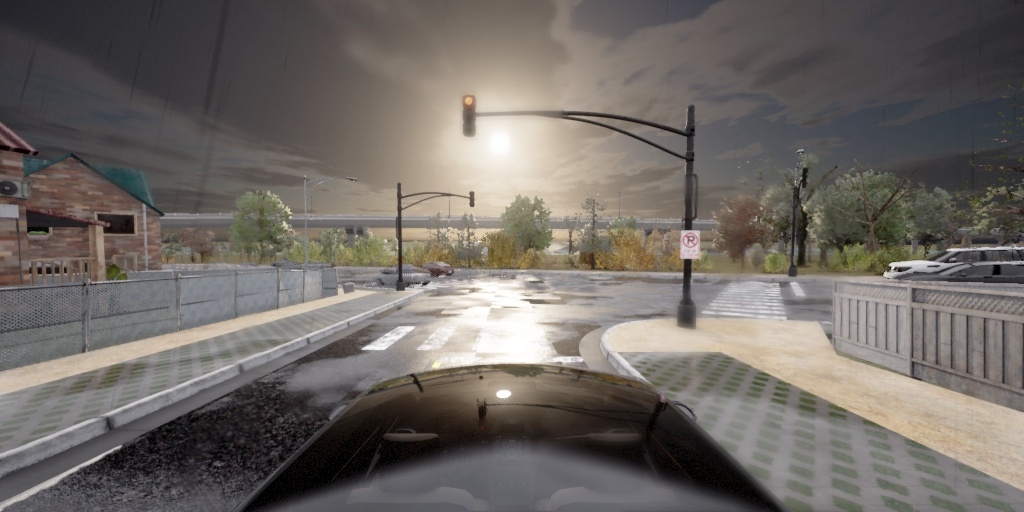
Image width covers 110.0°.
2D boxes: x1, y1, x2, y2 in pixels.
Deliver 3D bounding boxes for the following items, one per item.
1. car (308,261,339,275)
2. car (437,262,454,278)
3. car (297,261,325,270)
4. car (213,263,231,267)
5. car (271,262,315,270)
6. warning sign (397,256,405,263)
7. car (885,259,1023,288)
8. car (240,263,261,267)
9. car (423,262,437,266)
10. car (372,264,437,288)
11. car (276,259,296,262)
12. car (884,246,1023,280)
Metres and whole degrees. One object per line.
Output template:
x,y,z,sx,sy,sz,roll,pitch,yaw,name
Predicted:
-20.796,1.498,39.226,4.181,1.385,1.994,0,2,36,car
-7.494,1.249,33.882,4.674,1.442,1.812,0,2,36,car
-30.623,1.429,54.489,4.718,1.301,1.895,-1,2,36,car
-39.714,1.721,49.034,4.674,1.442,1.812,-1,2,36,car
-22.326,1.608,36.324,4.181,1.385,1.994,0,2,36,car
-14.327,0.719,46.220,1.060,1.860,1.300,0,0,36,warning sign
19.046,1.009,14.616,4.892,1.490,1.837,-1,1,36,car
-37.914,1.650,51.744,4.181,1.385,1.994,-1,2,36,car
-9.310,1.389,30.898,5.357,1.411,2.033,-1,2,36,car
-7.977,1.527,25.928,4.718,1.301,1.895,0,2,36,car
-32.293,1.428,51.744,4.902,1.511,2.128,0,2,36,car
21.510,0.605,16.830,5.566,2.045,2.150,-1,1,36,car
